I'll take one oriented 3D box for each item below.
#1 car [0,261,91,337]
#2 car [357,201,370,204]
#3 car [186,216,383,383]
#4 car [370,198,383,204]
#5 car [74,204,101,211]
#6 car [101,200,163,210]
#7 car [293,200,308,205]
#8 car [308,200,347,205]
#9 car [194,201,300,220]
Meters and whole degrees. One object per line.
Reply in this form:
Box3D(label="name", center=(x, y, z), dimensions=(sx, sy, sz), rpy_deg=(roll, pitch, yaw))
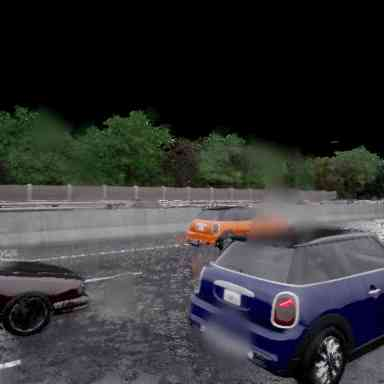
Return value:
Box3D(label="car", center=(-4.389, 1.546, 4.914), dimensions=(5.357, 1.411, 2.033), rpy_deg=(0, 0, -36))
Box3D(label="car", center=(27.844, 2.205, 53.833), dimensions=(4.181, 1.385, 1.994), rpy_deg=(1, -1, -36))
Box3D(label="car", center=(2.239, 1.368, 5.466), dimensions=(4.553, 1.767, 2.097), rpy_deg=(0, 0, -36))
Box3D(label="car", center=(29.914, 1.667, 51.010), dimensions=(4.553, 1.767, 2.097), rpy_deg=(1, -1, -36))
Box3D(label="car", center=(-7.714, 1.648, 28.584), dimensions=(4.718, 1.301, 1.895), rpy_deg=(0, 0, -36))
Box3D(label="car", center=(-4.485, 1.409, 26.583), dimensions=(4.553, 1.767, 2.097), rpy_deg=(0, 0, -35))
Box3D(label="car", center=(15.762, 1.916, 49.598), dimensions=(4.902, 1.511, 2.128), rpy_deg=(1, -1, -35))
Box3D(label="car", center=(15.241, 1.661, 36.354), dimensions=(4.553, 1.767, 2.097), rpy_deg=(1, 0, -35))
Box3D(label="car", center=(2.075, 1.395, 13.825), dimensions=(4.553, 1.767, 2.097), rpy_deg=(0, 0, -36))
